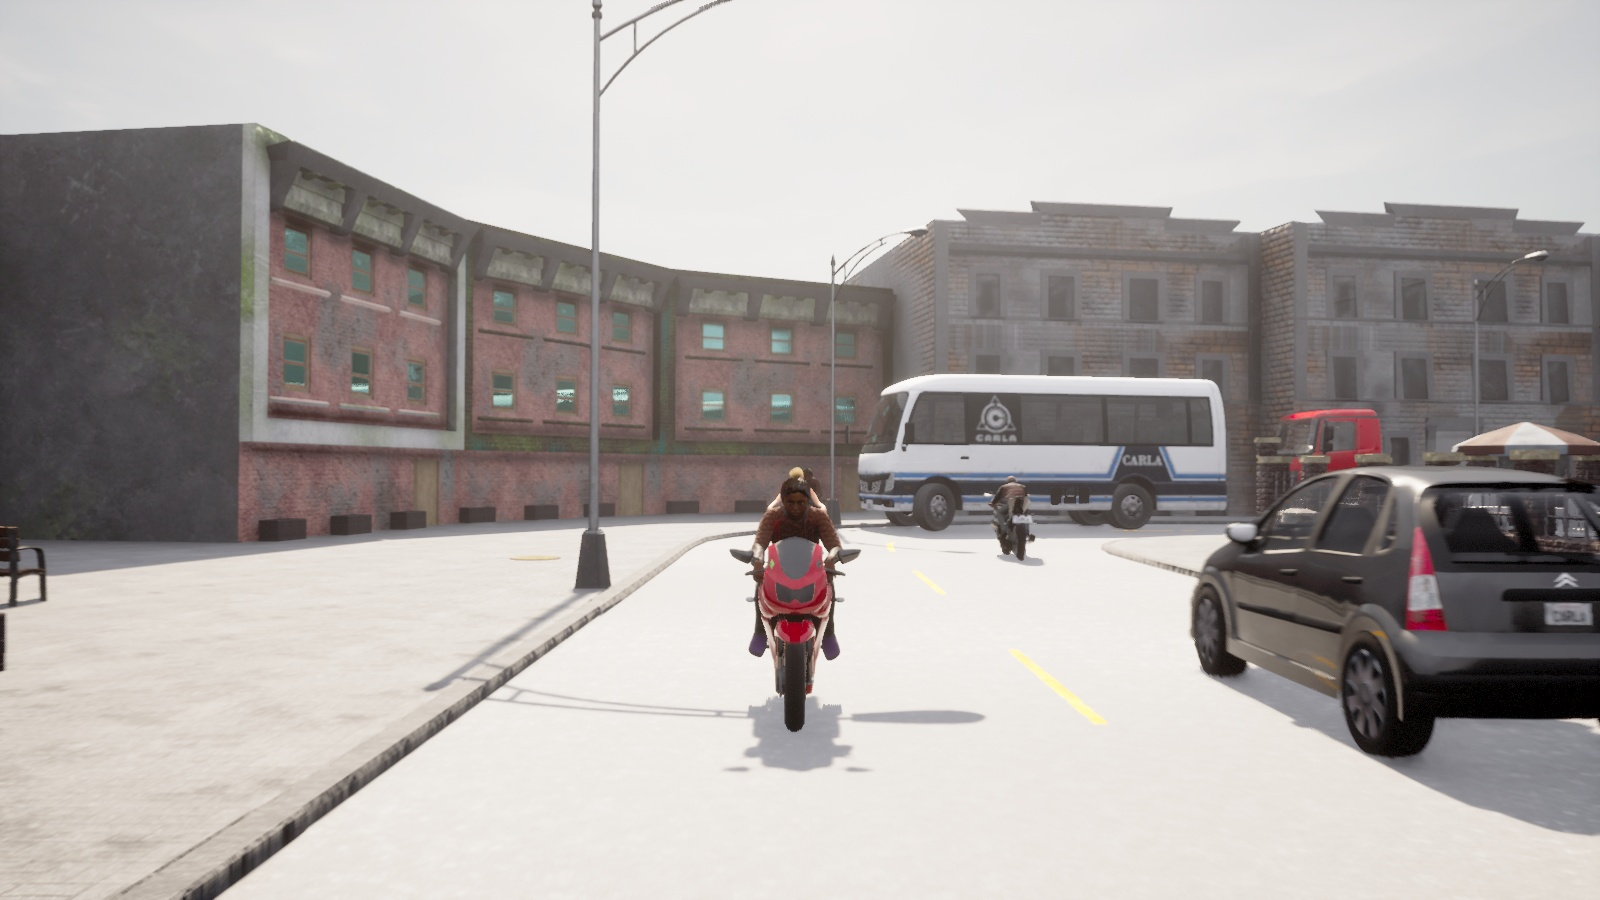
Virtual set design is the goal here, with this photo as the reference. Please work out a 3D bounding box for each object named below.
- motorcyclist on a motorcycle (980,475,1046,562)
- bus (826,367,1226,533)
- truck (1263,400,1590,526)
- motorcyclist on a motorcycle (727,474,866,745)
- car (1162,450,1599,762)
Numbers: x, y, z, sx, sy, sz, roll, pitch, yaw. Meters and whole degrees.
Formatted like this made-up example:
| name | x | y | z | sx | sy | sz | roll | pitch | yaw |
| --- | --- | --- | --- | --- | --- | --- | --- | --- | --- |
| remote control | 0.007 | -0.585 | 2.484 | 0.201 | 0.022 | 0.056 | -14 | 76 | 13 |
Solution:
| name | x | y | z | sx | sy | sz | roll | pitch | yaw |
| --- | --- | --- | --- | --- | --- | --- | --- | --- | --- |
| motorcyclist on a motorcycle | 3.943 | 1.237 | 23.413 | 0.866 | 1.530 | 2.191 | 0 | -1 | 0 |
| bus | 6.207 | 0.021 | 35.211 | 10.273 | 4.253 | 3.944 | 0 | -1 | -13 |
| truck | 17.857 | 0.384 | 36.189 | 7.936 | 3.462 | 2.891 | 0 | -1 | 0 |
| motorcyclist on a motorcycle | -0.023 | 0.938 | 8.242 | 0.797 | 1.523 | 2.044 | 0 | 0 | 0 |
| car | 3.975 | 0.844 | 8.536 | 1.851 | 1.617 | 3.988 | 0 | -1 | 0 |
